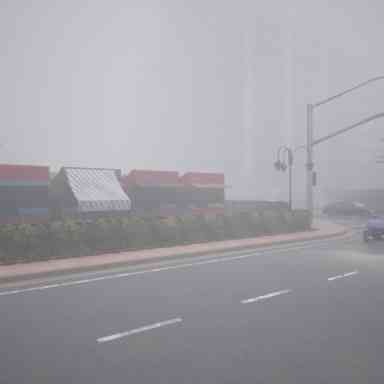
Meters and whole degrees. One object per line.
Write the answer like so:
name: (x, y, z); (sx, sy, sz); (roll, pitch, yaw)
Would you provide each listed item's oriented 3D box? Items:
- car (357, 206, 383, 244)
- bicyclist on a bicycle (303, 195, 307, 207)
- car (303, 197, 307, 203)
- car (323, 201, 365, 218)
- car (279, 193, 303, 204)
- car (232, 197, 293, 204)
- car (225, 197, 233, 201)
car: (9.402, 1.480, 14.814); (5.008, 1.535, 1.882); (0, 1, -44)
bicyclist on a bicycle: (15.497, 1.246, 44.900); (1.656, 1.620, 0.582); (0, 0, -36)
car: (18.964, 1.114, 59.095); (1.905, 1.878, 3.866); (0, 0, -36)
car: (13.265, 1.471, 27.689); (1.812, 1.442, 4.674); (0, 0, -37)
car: (16.573, 1.114, 57.383); (1.905, 1.878, 3.866); (0, 0, -36)
car: (6.476, 1.436, 30.970); (2.128, 1.511, 4.902); (0, 0, -36)
car: (4.574, 1.422, 39.552); (1.882, 1.535, 5.008); (0, 0, -36)
